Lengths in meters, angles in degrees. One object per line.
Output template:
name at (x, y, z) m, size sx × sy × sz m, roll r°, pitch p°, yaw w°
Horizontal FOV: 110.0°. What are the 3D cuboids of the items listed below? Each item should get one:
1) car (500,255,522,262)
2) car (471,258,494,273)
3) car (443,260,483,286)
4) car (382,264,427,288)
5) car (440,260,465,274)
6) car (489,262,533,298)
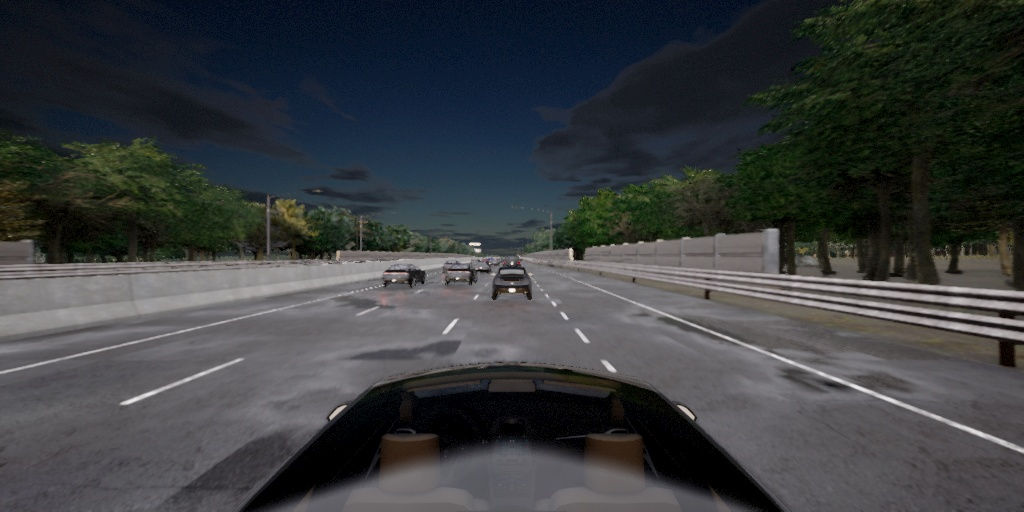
car at (0.005, 0.955, 42.649) m, size 2.150 × 2.045 × 5.566 m, roll 0°, pitch 0°, yaw 0°
car at (-3.495, 1.298, 42.572) m, size 1.994 × 1.385 × 4.181 m, roll 0°, pitch 0°, yaw 0°
car at (-3.497, 1.242, 25.501) m, size 2.128 × 1.511 × 4.902 m, roll 0°, pitch 0°, yaw 0°
car at (-6.996, 1.244, 23.702) m, size 2.128 × 1.511 × 4.902 m, roll 0°, pitch 0°, yaw 0°
car at (-6.994, 1.226, 42.592) m, size 2.128 × 1.511 × 4.902 m, roll 0°, pitch 0°, yaw 0°
car at (0.003, 1.261, 18.302) m, size 1.837 × 1.490 × 4.892 m, roll 0°, pitch 0°, yaw 0°
